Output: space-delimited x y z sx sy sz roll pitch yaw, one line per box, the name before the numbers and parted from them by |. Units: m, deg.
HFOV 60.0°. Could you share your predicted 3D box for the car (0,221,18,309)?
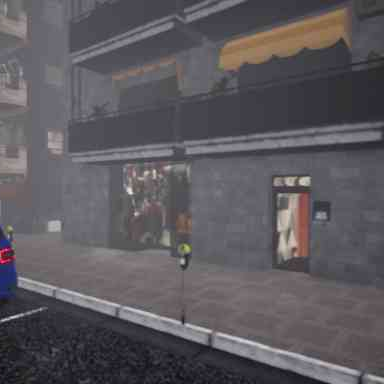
car | -5.671 1.279 6.592 5.566 2.045 2.150 -1 0 36
